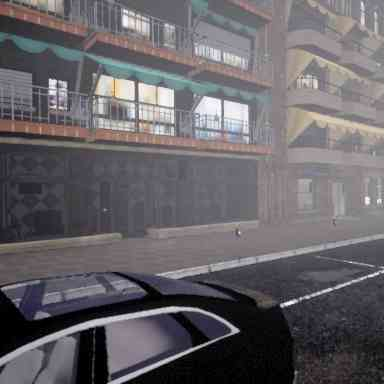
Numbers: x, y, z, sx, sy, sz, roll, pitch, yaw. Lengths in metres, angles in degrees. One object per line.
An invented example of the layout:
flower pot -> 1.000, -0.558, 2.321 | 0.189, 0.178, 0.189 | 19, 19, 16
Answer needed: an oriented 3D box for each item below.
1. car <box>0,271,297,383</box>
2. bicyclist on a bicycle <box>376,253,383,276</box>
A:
car -> -1.219, 1.491, 2.406 | 4.902, 1.511, 2.128 | 0, 0, -39
bicyclist on a bicycle -> 5.457, 1.453, 8.359 | 0.582, 1.620, 1.656 | 0, -2, -38
